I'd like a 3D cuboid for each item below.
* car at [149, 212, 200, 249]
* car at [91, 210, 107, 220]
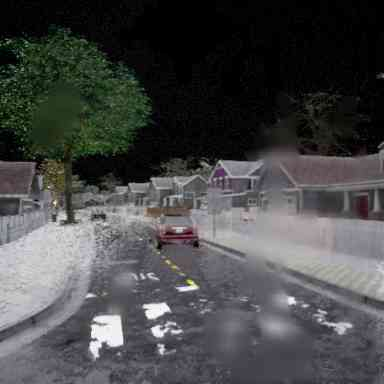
[{"bbox_3d":[-1.088,1.923,17.768,2.097,1.767,4.553,0,-2,-13],"label":"car"},{"bbox_3d":[-13.082,3.215,46.531,1.895,1.301,4.718,1,-2,-20],"label":"car"}]
